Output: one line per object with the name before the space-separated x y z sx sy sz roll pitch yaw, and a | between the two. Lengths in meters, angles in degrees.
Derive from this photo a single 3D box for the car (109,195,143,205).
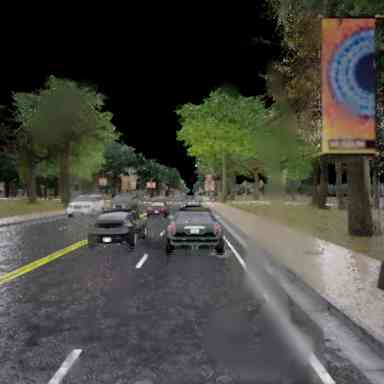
car | -6.603 1.276 32.595 2.150 2.045 5.566 0 0 0

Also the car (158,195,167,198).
car | -6.518 1.264 73.376 1.882 1.535 5.008 0 0 0

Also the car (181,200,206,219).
car | 0.093 1.542 30.805 2.128 1.511 4.902 0 0 0

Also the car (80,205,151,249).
car | -3.153 1.526 14.761 1.837 1.490 4.892 0 0 0

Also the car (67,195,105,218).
car | -9.854 1.273 31.350 2.150 2.045 5.566 0 0 0

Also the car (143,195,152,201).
car | -9.768 1.397 72.130 1.812 1.442 4.674 0 0 0

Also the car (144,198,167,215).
car | -3.157 1.578 31.855 1.812 1.442 4.674 0 0 0

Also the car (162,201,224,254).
car | 0.096 1.372 13.640 2.097 1.767 4.553 0 0 0
